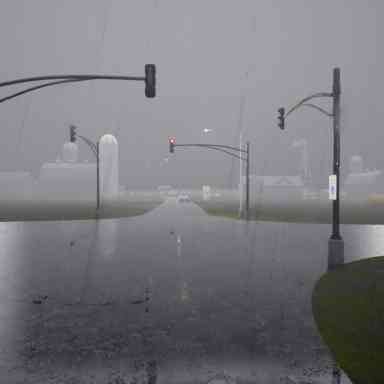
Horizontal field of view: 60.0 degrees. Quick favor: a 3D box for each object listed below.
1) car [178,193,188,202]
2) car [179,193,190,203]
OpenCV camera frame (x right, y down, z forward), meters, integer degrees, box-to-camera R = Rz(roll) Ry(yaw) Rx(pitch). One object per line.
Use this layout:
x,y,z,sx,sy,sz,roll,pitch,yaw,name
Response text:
-2.091,1.189,79.909,2.150,2.045,5.566,0,0,-4,car
-1.508,1.553,69.874,1.812,1.442,4.674,0,0,-3,car
